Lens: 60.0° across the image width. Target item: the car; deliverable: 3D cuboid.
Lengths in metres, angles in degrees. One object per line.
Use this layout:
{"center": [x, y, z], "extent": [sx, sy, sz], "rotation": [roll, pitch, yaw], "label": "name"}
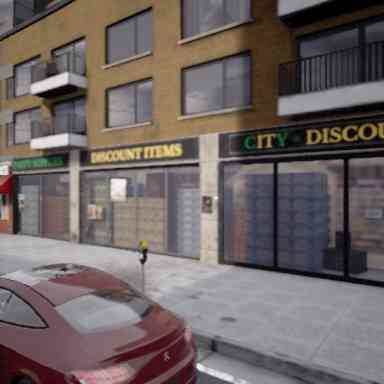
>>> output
{"center": [-1.884, 1.581, 4.155], "extent": [4.206, 1.307, 1.802], "rotation": [0, 0, 36], "label": "car"}
